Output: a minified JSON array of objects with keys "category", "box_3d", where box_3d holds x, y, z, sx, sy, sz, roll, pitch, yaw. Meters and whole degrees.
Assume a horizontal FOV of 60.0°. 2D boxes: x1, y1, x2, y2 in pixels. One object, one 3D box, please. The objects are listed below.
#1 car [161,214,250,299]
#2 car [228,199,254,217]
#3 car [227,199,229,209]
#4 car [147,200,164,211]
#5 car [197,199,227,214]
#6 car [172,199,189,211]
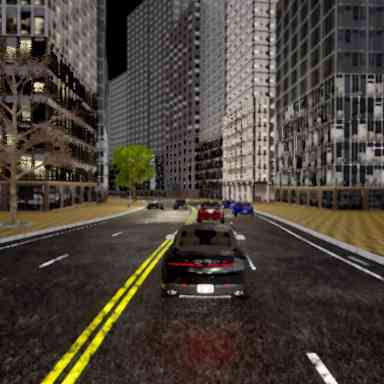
[{"category":"car","box_3d":[0.340,1.548,8.549,1.837,1.490,4.892,0,0,2]},{"category":"car","box_3d":[5.056,1.651,33.629,1.882,1.535,5.008,0,0,2]},{"category":"car","box_3d":[5.075,1.751,46.157,1.812,1.442,4.674,0,0,0]},{"category":"car","box_3d":[-4.709,1.758,43.578,1.994,1.385,4.181,0,0,0]},{"category":"car","box_3d":[1.516,1.484,26.758,2.097,1.767,4.553,0,0,4]},{"category":"car","box_3d":[-1.453,1.705,43.205,1.837,1.490,4.892,0,-1,0]}]
